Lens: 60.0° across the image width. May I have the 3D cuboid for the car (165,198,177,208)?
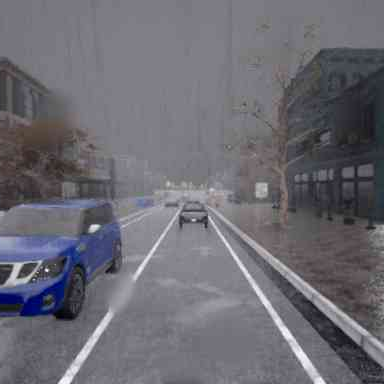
[{"bbox_3d":[-3.056,1.679,50.995,1.882,1.535,5.008,0,-1,0],"label":"car"}]

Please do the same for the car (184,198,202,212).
[{"bbox_3d":[0.106,1.554,40.818,2.128,1.511,4.902,0,-1,0],"label":"car"}]

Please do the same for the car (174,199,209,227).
[{"bbox_3d":[0.103,1.490,22.502,2.128,1.511,4.902,0,0,0],"label":"car"}]

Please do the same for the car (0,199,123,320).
[{"bbox_3d":[-3.100,1.221,7.647,2.150,2.045,5.566,0,0,0],"label":"car"}]
